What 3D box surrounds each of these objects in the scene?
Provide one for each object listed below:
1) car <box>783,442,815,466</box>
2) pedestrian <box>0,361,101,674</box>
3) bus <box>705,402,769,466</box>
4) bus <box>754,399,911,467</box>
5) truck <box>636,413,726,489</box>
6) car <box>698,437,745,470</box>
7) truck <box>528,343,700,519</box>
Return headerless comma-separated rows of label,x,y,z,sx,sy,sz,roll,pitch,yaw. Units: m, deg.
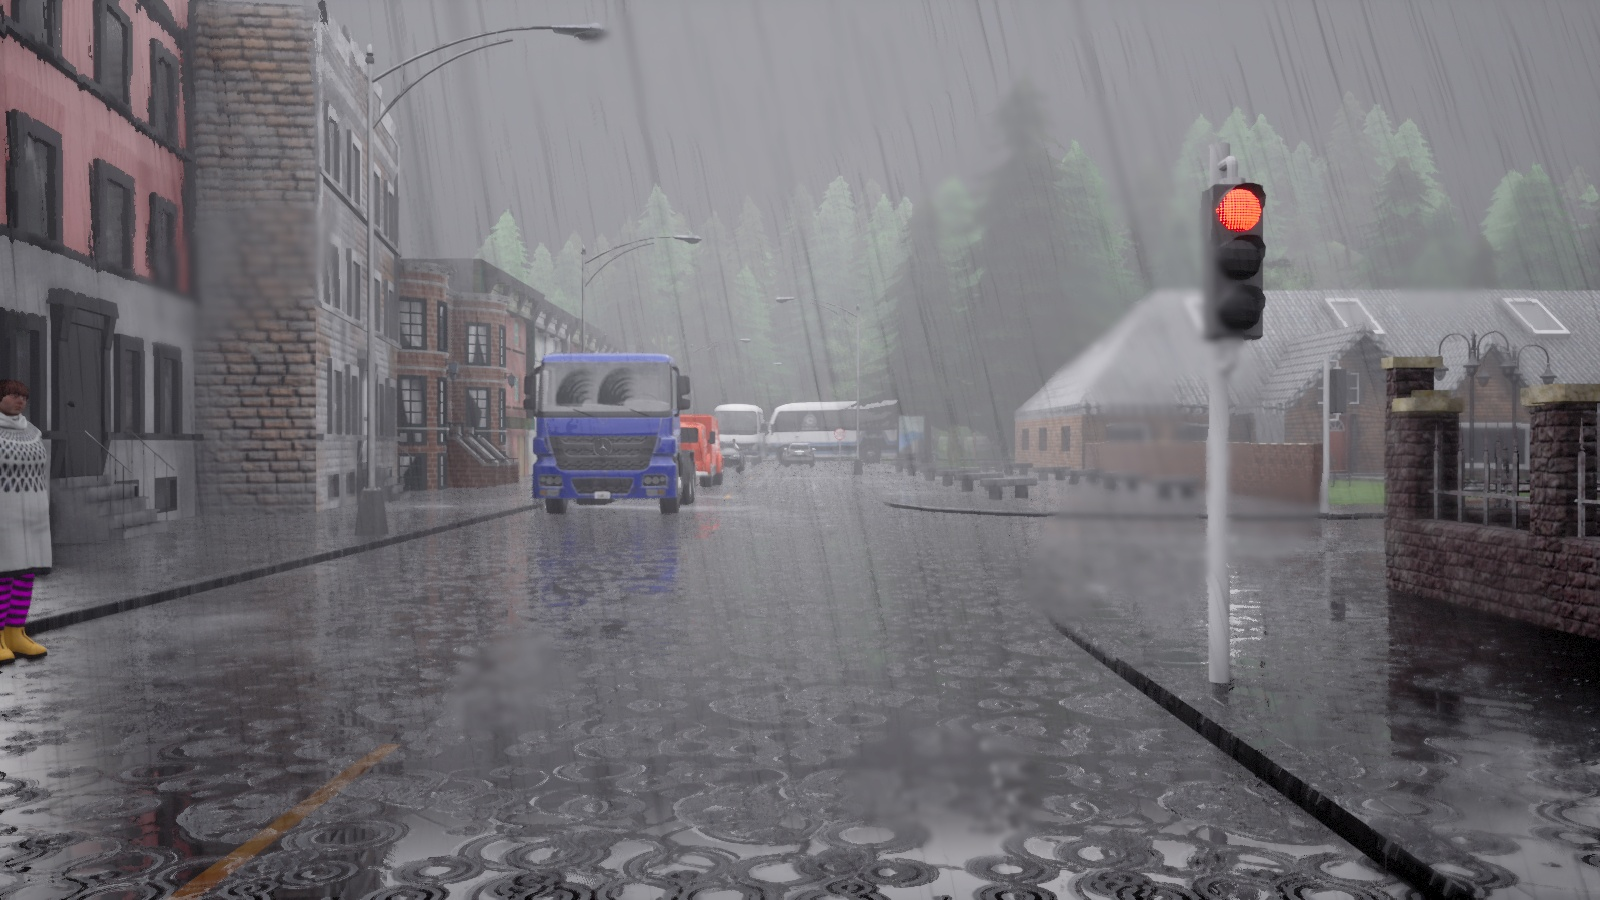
car,-0.035,0.262,79.709,1.970,1.475,3.806,0,0,0
pedestrian,-5.228,0.420,8.297,0.873,1.952,0.659,0,0,21
bus,-4.367,-1.131,89.800,3.944,4.253,10.273,0,0,1
bus,2.277,-1.175,85.155,10.273,4.253,3.944,-1,3,4
truck,-4.051,0.011,43.608,2.627,2.467,5.204,0,0,0
car,-4.044,0.150,65.799,2.152,1.651,5.027,0,0,0
truck,-3.975,-0.401,28.710,2.891,3.462,7.936,0,0,-1
